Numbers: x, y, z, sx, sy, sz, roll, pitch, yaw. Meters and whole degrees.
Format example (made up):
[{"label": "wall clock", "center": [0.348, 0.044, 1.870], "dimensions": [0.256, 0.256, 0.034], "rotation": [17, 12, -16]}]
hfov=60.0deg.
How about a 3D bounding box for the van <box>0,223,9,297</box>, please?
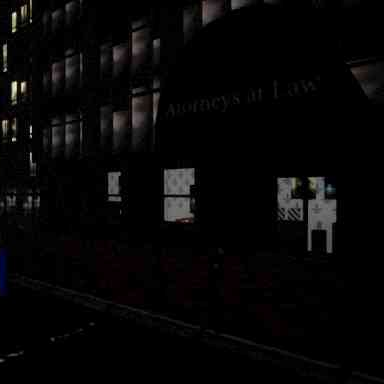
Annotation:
[{"label": "van", "center": [-5.345, 1.340, 6.686], "dimensions": [3.998, 1.788, 1.690], "rotation": [0, 0, 35]}]
